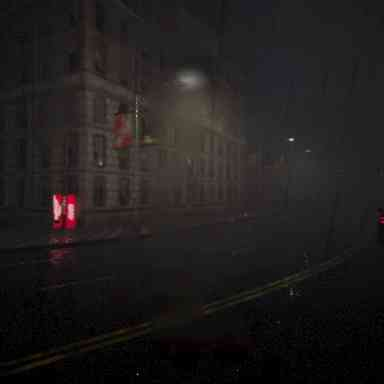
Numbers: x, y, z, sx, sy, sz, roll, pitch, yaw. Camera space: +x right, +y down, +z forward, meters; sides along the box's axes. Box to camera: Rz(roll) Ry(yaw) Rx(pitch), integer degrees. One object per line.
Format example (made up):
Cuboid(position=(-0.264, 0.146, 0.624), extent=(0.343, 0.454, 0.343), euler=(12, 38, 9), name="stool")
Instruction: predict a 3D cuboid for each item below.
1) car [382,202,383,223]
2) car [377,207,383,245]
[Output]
Cuboid(position=(17.184, 1.702, 28.123), extent=(1.882, 1.535, 5.008), euler=(0, 0, 29), name="car")
Cuboid(position=(10.055, 1.349, 15.614), extent=(2.150, 2.045, 5.566), euler=(0, 0, 32), name="car")
